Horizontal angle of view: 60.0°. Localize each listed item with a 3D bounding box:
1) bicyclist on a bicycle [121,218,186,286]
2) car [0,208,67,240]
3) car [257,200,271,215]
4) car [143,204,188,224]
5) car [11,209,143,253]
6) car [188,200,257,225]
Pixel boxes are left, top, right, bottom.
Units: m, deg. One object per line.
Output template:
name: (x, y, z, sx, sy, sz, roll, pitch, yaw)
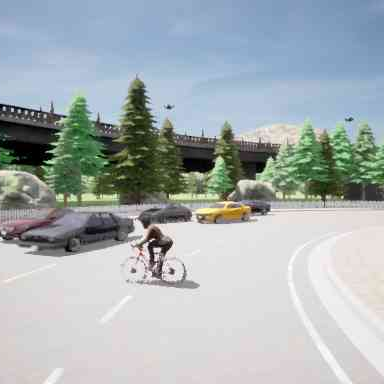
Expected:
bicyclist on a bicycle: (-0.949, 1.452, 8.031, 1.656, 1.620, 0.582, -1, 0, 11)
car: (-7.140, 1.526, 16.567, 1.812, 1.442, 4.674, 0, 0, 25)
car: (5.344, 1.491, 31.738, 4.902, 1.511, 2.128, 0, 0, -34)
car: (-1.899, 1.564, 24.976, 1.994, 1.385, 4.181, 0, 0, 42)
car: (-4.486, 1.548, 14.098, 2.033, 1.411, 5.357, 0, 0, 23)
car: (2.362, 1.478, 24.646, 5.008, 1.535, 1.882, 0, 0, -44)
